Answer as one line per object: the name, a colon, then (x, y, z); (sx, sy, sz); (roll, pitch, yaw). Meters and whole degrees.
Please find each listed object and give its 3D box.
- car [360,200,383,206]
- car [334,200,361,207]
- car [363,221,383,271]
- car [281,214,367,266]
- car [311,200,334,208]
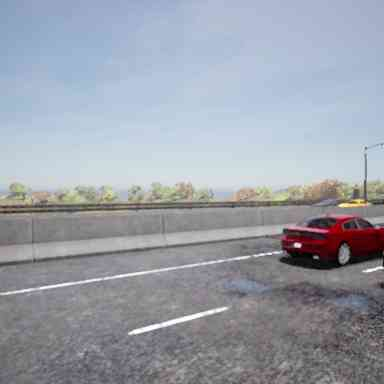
car: (20.538, 1.694, 35.750); (4.892, 1.490, 1.837); (1, -1, -35)
car: (19.292, 1.670, 39.147); (5.008, 1.535, 1.882); (1, 0, -35)
car: (6.817, 1.544, 8.611); (4.902, 1.511, 2.128); (0, 0, -36)
car: (5.316, 1.534, 11.838); (5.008, 1.535, 1.882); (0, 0, -36)
car: (17.336, 1.741, 42.052); (5.357, 1.411, 2.033); (0, 0, -35)
